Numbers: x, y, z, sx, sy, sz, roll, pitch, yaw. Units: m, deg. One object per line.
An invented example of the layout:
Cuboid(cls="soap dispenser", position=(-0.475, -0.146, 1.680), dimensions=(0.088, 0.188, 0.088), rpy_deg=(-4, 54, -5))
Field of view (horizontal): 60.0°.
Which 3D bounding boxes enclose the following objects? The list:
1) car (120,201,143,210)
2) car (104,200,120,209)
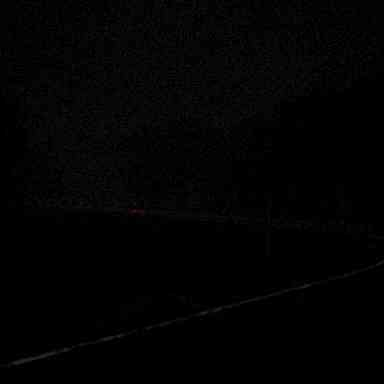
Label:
Cuboid(cls="car", position=(-9.487, 2.194, 53.912), dimensions=(1.812, 1.442, 4.674), rpy_deg=(2, -2, -34))
Cuboid(cls="car", position=(-14.505, 2.290, 61.140), dimensions=(1.882, 1.535, 5.008), rpy_deg=(2, -2, -34))
